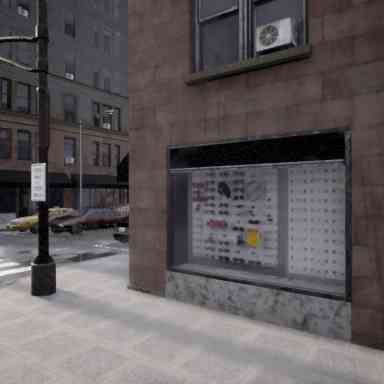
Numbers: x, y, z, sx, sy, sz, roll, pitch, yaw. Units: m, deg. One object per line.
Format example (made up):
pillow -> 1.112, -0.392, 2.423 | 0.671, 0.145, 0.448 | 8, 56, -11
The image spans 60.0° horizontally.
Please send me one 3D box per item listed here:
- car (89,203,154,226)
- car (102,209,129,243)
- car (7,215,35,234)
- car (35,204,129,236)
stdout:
car -> -5.021, 1.583, 24.260 | 2.008, 1.369, 4.403 | 0, 0, 35
car -> -1.633, 1.560, 15.187 | 1.947, 1.339, 4.313 | 0, 0, 35
car -> -8.261, 1.554, 19.713 | 1.752, 1.417, 4.829 | 0, 0, 35
car -> -5.667, 1.566, 18.971 | 2.033, 1.411, 5.357 | 0, 0, 35
